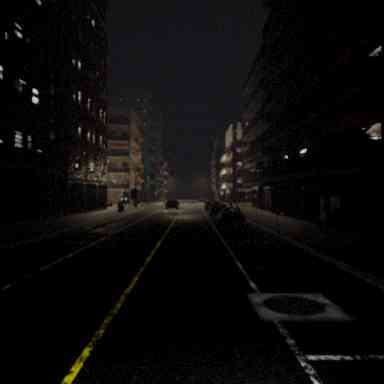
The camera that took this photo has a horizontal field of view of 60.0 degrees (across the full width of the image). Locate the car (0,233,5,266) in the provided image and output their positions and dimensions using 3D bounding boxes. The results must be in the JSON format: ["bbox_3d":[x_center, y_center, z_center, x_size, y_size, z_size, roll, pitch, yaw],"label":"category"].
[{"bbox_3d":[-5.702,1.359,6.383,2.192,1.841,5.009,-1,0,0],"label":"car"}]

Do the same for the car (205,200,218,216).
[{"bbox_3d":[2.691,1.785,34.798,1.887,1.381,4.507,-1,0,0],"label":"car"}]

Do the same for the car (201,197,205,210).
[{"bbox_3d":[2.694,1.762,46.168,1.967,1.590,4.097,-1,0,0],"label":"car"}]

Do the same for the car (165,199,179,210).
[{"bbox_3d":[-2.990,1.833,50.615,1.882,1.535,5.008,0,-1,0],"label":"car"}]

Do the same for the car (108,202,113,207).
[{"bbox_3d":[-17.114,2.162,61.891,4.892,1.490,1.837,2,0,0],"label":"car"}]

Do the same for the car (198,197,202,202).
[{"bbox_3d":[2.710,2.128,95.452,1.967,1.590,4.097,-1,0,0],"label":"car"}]

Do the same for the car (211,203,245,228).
[{"bbox_3d":[2.688,1.711,23.428,2.008,1.369,4.403,-1,0,0],"label":"car"}]
